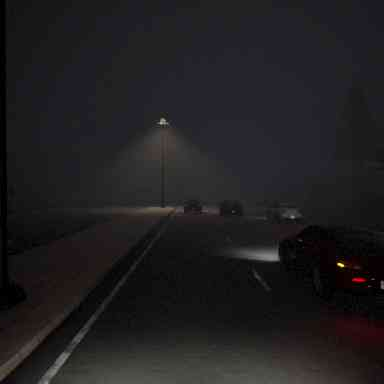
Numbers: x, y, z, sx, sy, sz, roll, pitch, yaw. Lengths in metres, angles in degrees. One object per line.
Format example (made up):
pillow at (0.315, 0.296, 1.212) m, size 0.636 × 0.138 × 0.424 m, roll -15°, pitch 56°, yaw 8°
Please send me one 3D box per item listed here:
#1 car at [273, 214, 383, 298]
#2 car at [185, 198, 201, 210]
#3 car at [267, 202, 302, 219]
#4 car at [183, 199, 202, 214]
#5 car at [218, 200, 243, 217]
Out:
car at (3.600, 1.526, 8.388) m, size 1.812 × 1.442 × 4.674 m, roll 0°, pitch 0°, yaw 0°
car at (0.107, 1.564, 44.571) m, size 1.994 × 1.385 × 4.181 m, roll 0°, pitch 0°, yaw 0°
car at (7.102, 1.525, 25.781) m, size 1.812 × 1.442 × 4.674 m, roll 0°, pitch 0°, yaw 0°
car at (0.100, 1.526, 35.812) m, size 1.812 × 1.442 × 4.674 m, roll 0°, pitch 0°, yaw 0°
car at (3.605, 1.492, 31.307) m, size 2.128 × 1.511 × 4.902 m, roll 0°, pitch 0°, yaw 0°
